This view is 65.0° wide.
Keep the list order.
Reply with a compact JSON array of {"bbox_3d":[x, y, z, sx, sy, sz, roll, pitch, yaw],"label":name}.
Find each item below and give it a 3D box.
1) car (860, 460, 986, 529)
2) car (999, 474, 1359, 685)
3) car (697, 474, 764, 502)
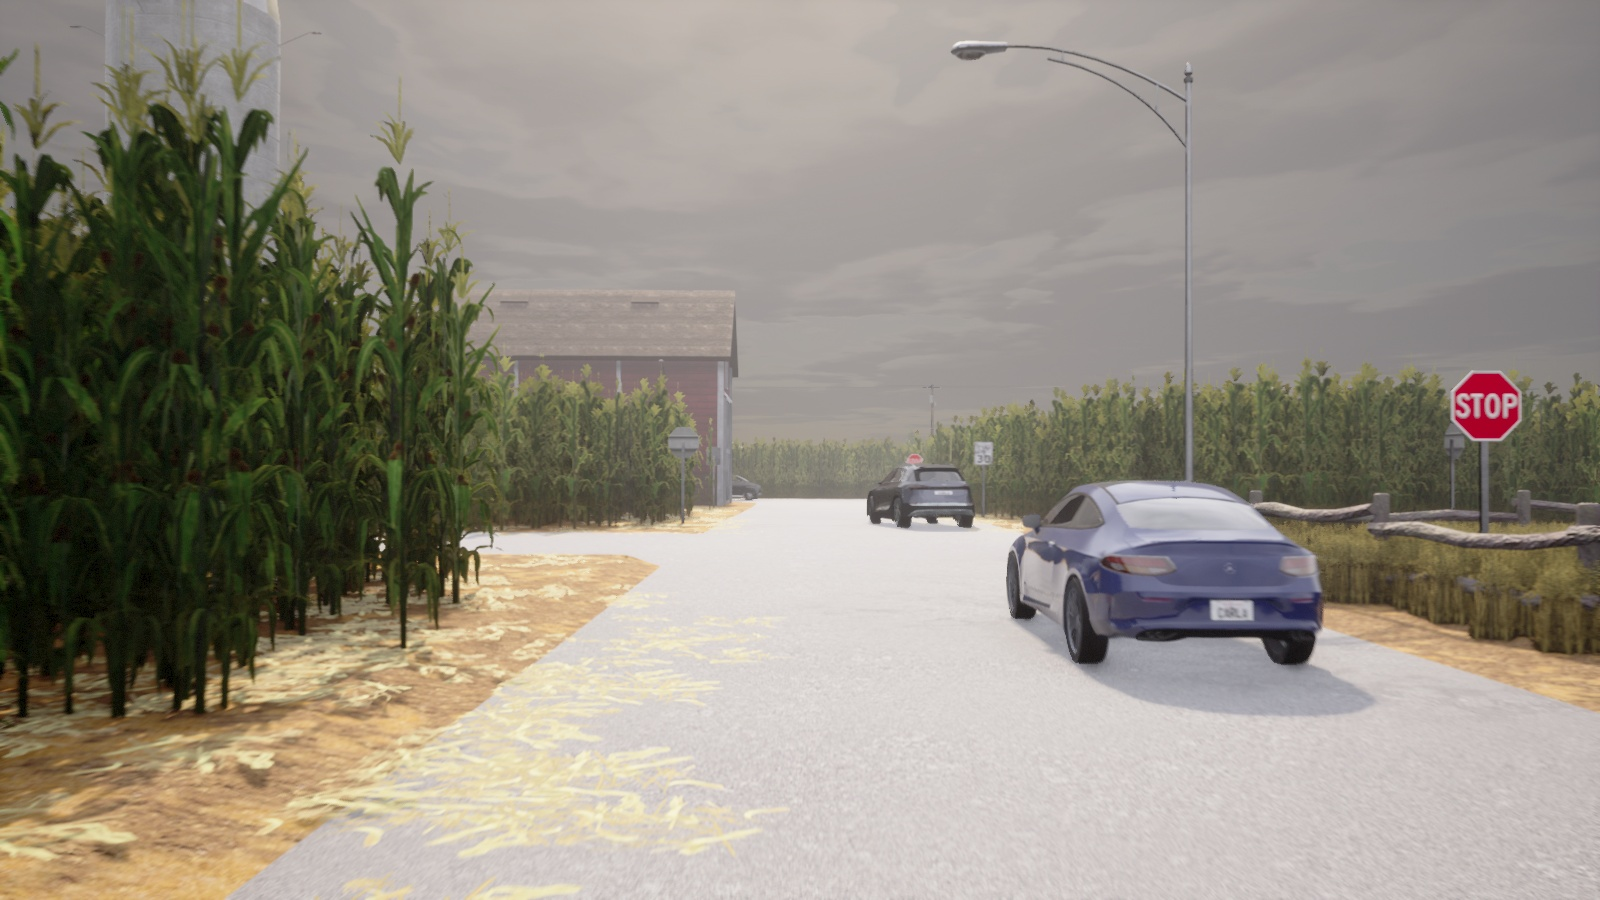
[{"bbox_3d":[3.114,1.131,32.882,2.033,1.649,4.856,0,-1,-10],"label":"car"},{"bbox_3d":[3.073,0.970,11.292,1.812,1.442,4.674,0,0,0],"label":"car"},{"bbox_3d":[-3.973,2.157,72.038,3.705,1.549,1.789,0,-1,2],"label":"car"}]
